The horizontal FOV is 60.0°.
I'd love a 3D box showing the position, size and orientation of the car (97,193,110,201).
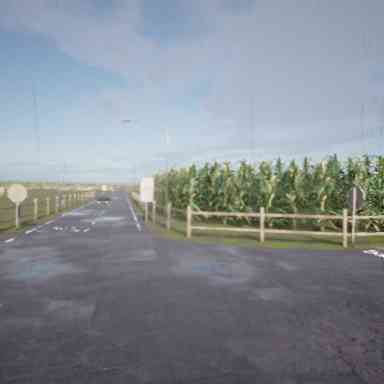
[{"bbox_3d":[-14.928,0.841,56.372,1.994,1.385,4.181,1,1,-12],"label":"car"}]
